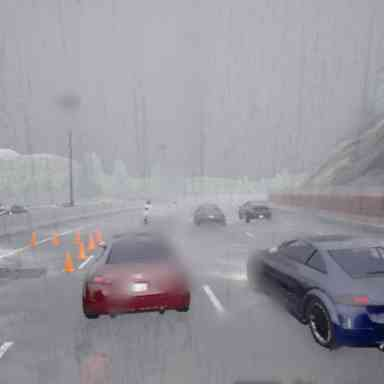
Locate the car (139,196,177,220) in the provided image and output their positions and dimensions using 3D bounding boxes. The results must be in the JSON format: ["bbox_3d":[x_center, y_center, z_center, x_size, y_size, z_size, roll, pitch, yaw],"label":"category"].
[{"bbox_3d":[-2.399,1.323,25.820,2.150,2.045,5.566,-2,0,0],"label":"car"}]

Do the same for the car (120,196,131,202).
[{"bbox_3d":[-14.898,1.827,77.292,1.837,1.490,4.892,-2,0,18],"label":"car"}]

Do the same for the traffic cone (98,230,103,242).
[{"bbox_3d":[-4.479,2.105,16.020,0.340,0.580,0.340,-2,0,-7],"label":"traffic cone"}]

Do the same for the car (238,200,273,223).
[{"bbox_3d":[4.627,1.402,24.760,1.837,1.490,4.892,-2,0,0],"label":"car"}]

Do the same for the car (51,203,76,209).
[{"bbox_3d":[-15.740,2.070,40.956,1.994,1.385,4.181,-2,0,6],"label":"car"}]

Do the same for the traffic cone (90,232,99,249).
[{"bbox_3d":[-4.231,2.095,14.035,0.340,0.580,0.340,-2,0,-7],"label":"traffic cone"}]

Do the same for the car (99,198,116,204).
[{"bbox_3d":[-19.178,2.086,75.488,1.882,1.535,5.008,-2,0,16],"label":"car"}]

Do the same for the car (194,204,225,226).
[{"bbox_3d":[1.151,1.560,23.309,1.994,1.385,4.181,-2,0,-1],"label":"car"}]

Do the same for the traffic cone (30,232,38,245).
[{"bbox_3d":[-7.454,2.190,15.649,0.340,0.580,0.340,-2,0,-7],"label":"traffic cone"}]

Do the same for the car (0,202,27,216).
[{"bbox_3d":[-19.689,2.139,35.822,1.812,1.442,4.674,-2,0,4],"label":"car"}]

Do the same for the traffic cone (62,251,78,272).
[{"bbox_3d":[-3.737,2.076,10.066,0.340,0.580,0.340,-2,0,-7],"label":"traffic cone"}]

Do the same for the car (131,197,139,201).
[{"bbox_3d":[-11.469,1.784,76.500,1.895,1.301,4.718,-2,0,18],"label":"car"}]

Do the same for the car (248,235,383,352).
[{"bbox_3d":[2.514,1.499,6.242,1.994,1.385,4.181,-2,0,-8],"label":"car"}]

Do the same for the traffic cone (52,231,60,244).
[{"bbox_3d":[-6.462,2.162,15.772,0.340,0.580,0.340,-2,0,-7],"label":"traffic cone"}]

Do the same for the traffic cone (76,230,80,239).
[{"bbox_3d":[-5.470,2.133,15.896,0.340,0.580,0.340,-2,0,-7],"label":"traffic cone"}]

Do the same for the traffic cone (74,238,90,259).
[{"bbox_3d":[-3.984,2.086,12.051,0.340,0.580,0.340,-2,0,-7],"label":"traffic cone"}]

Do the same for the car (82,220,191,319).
[{"bbox_3d":[-1.204,1.608,7.657,1.994,1.385,4.181,-2,0,-8],"label":"car"}]
